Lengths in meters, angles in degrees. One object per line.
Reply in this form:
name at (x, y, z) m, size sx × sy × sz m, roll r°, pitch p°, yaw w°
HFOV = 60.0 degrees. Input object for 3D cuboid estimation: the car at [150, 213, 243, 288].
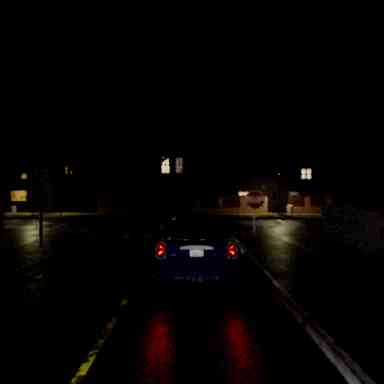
car at (0.100, 1.355, 9.383) m, size 2.097 × 1.767 × 4.553 m, roll 0°, pitch 0°, yaw 0°

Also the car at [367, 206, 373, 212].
car at (11.256, 1.599, 21.651) m, size 4.181 × 1.385 × 1.994 m, roll 0°, pitch 1°, yaw 3°
